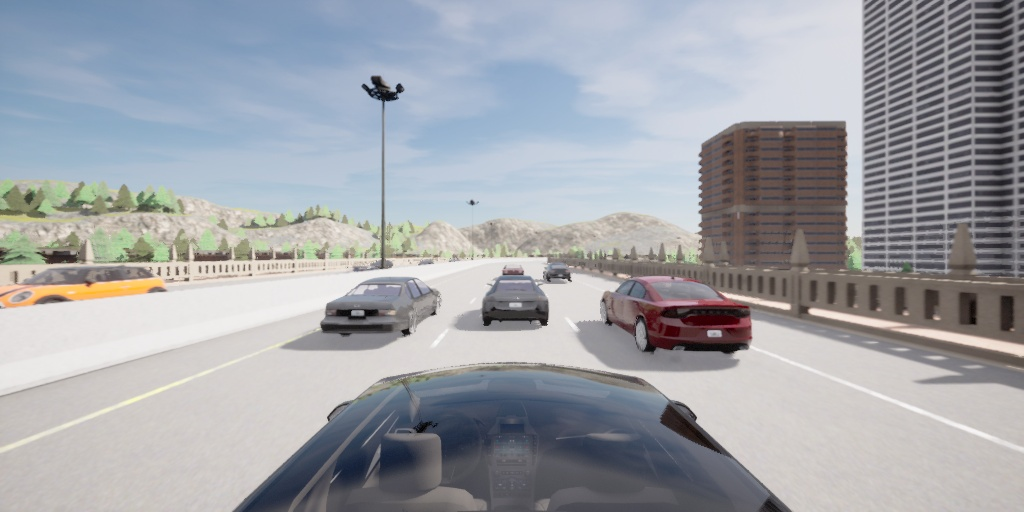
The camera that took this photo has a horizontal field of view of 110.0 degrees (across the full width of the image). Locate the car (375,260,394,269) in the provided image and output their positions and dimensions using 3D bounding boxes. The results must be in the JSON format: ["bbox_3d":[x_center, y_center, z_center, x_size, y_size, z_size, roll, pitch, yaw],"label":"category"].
[{"bbox_3d":[-17.532,1.271,48.681,1.837,1.490,4.892,0,0,1],"label":"car"}]

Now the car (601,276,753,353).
[{"bbox_3d":[3.601,1.229,8.845,1.882,1.535,5.008,0,0,0],"label":"car"}]

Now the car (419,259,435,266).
[{"bbox_3d":[-13.994,1.261,59.292,2.128,1.511,4.902,0,0,0],"label":"car"}]

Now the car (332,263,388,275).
[{"bbox_3d":[-10.588,1.358,24.972,1.895,1.301,4.718,0,0,0],"label":"car"}]

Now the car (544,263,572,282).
[{"bbox_3d":[3.605,1.283,28.914,1.812,1.442,4.674,0,0,0],"label":"car"}]

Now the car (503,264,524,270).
[{"bbox_3d":[0.107,1.359,31.684,1.895,1.301,4.718,0,0,0],"label":"car"}]

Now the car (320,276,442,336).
[{"bbox_3d":[-3.398,1.300,10.400,2.033,1.411,5.357,0,0,0],"label":"car"}]

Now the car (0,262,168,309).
[{"bbox_3d":[-14.095,1.106,11.607,2.097,1.767,4.553,0,0,0],"label":"car"}]

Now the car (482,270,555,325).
[{"bbox_3d":[0.102,1.317,11.859,1.994,1.385,4.181,0,0,0],"label":"car"}]
